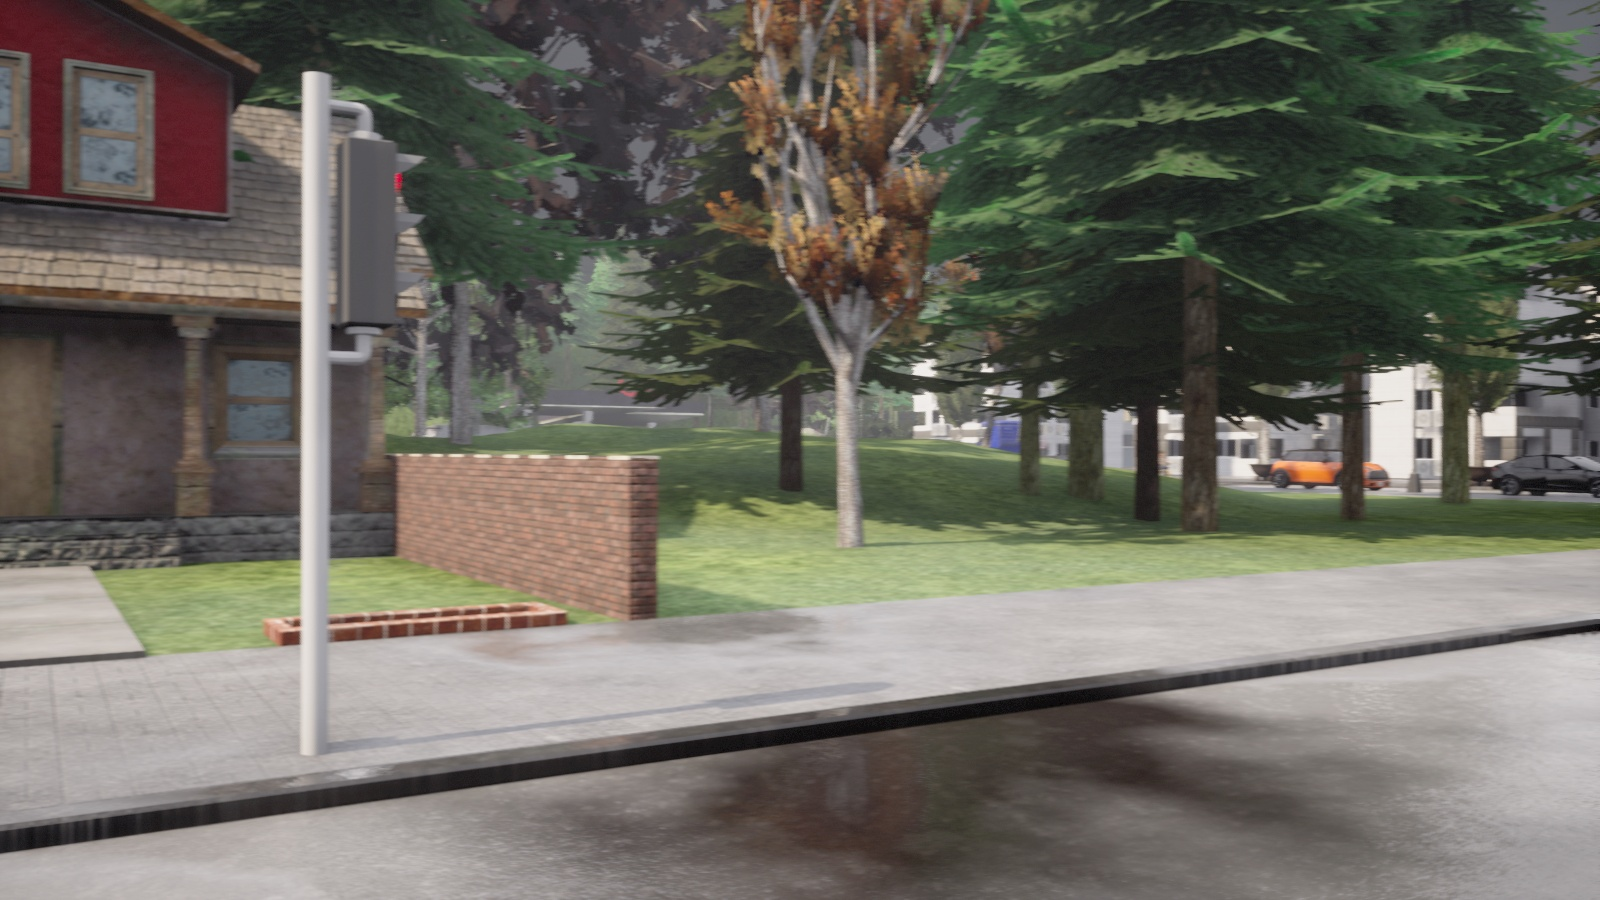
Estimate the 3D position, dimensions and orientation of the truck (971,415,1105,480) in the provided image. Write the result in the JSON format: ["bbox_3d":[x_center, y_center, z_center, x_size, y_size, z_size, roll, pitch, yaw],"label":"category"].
[{"bbox_3d":[13.362,-0.127,71.331,2.891,3.462,7.936,0,0,-32],"label":"truck"}]

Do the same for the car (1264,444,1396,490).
[{"bbox_3d":[21.334,0.660,50.724,2.097,1.767,4.553,0,0,-31],"label":"car"}]

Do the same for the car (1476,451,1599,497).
[{"bbox_3d":[26.119,0.779,42.979,2.163,1.488,4.792,0,0,-31],"label":"car"}]
